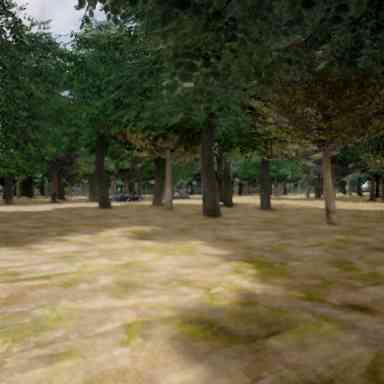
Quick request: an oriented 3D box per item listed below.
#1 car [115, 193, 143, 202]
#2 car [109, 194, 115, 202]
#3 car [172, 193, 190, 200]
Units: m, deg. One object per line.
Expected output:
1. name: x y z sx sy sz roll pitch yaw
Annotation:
1. car: -11.218 1.049 61.670 1.837 1.490 4.892 -2 0 38
2. car: -14.392 1.132 63.356 2.128 1.511 4.902 -2 -1 39
3. car: -2.707 0.906 72.557 2.033 1.411 5.357 -2 -1 38
